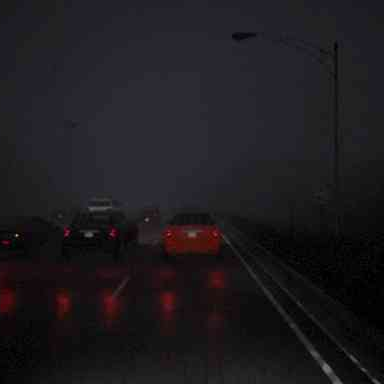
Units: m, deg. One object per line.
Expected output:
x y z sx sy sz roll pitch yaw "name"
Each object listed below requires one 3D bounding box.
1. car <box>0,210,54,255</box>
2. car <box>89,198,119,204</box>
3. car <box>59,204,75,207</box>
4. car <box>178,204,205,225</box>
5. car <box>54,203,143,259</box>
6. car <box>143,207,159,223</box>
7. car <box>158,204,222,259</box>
-6.979 1.680 13.870 1.812 1.442 4.674 0 0 0 "car"
-7.045 1.530 27.498 2.150 2.045 5.566 0 0 -1 "car"
-10.615 1.800 29.089 1.882 1.535 5.008 0 0 -2 "car"
-0.086 1.809 28.501 2.128 1.511 4.902 0 0 -2 "car"
-3.482 1.501 13.403 2.097 1.767 4.553 0 -1 0 "car"
-3.570 1.914 28.201 1.895 1.301 4.718 0 -1 -2 "car"
0.018 1.500 13.403 2.097 1.767 4.553 0 -1 0 "car"
